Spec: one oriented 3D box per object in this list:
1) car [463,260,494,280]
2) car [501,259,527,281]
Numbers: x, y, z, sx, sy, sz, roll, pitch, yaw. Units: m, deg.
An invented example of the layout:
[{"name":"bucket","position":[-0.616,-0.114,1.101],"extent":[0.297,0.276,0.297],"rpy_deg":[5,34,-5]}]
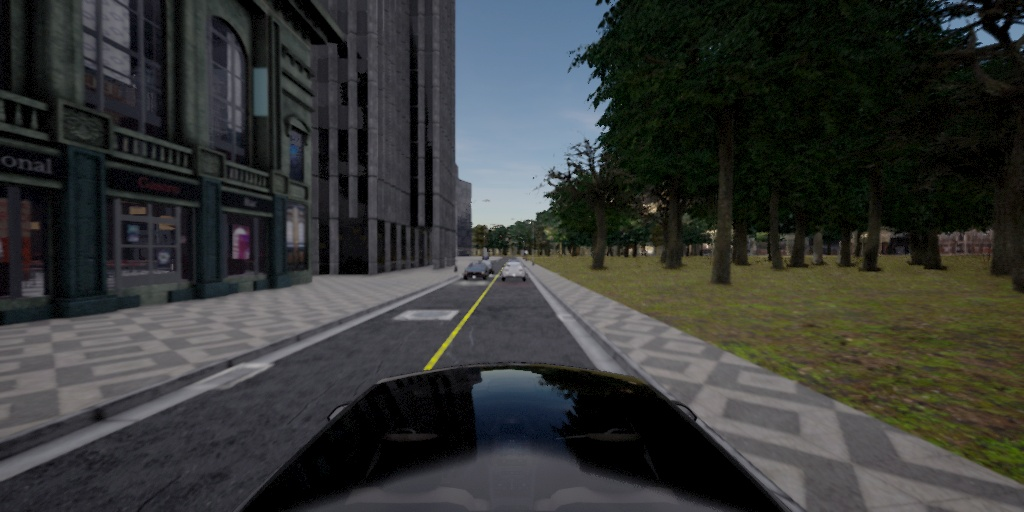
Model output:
[{"name":"car","position":[-2.918,1.228,30.363],"extent":[2.033,1.411,5.357],"rpy_deg":[0,0,0]},{"name":"car","position":[0.152,1.215,29.632],"extent":[1.812,1.442,4.674],"rpy_deg":[0,1,0]}]
